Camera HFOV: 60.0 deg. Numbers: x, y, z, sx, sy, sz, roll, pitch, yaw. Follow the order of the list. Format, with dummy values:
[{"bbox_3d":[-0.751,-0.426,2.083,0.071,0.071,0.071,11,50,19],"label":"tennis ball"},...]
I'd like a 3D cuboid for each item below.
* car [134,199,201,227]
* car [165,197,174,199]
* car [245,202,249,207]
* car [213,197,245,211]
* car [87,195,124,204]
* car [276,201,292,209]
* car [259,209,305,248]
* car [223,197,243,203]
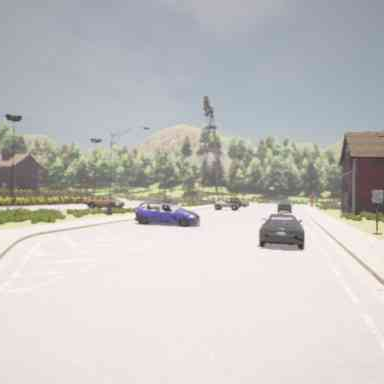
[{"bbox_3d":[-1.688,1.549,23.445,4.611,1.667,2.242,1,0,16],"label":"car"},{"bbox_3d":[-4.473,1.703,62.235,3.905,1.438,1.784,1,0,16],"label":"car"},{"bbox_3d":[8.215,1.989,59.811,4.193,1.474,1.816,1,0,16],"label":"car"},{"bbox_3d":[5.028,1.657,46.702,3.866,1.878,1.905,1,0,16],"label":"car"},{"bbox_3d":[-10.528,1.242,40.589,4.605,1.855,1.932,1,0,16],"label":"car"},{"bbox_3d":[12.313,2.018,44.274,1.837,1.490,4.892,1,0,16],"label":"car"},{"bbox_3d":[4.323,1.746,16.000,1.994,1.385,4.181,1,0,16],"label":"car"},{"bbox_3d":[10.884,2.158,87.678,5.008,1.535,1.882,1,0,17],"label":"car"}]
